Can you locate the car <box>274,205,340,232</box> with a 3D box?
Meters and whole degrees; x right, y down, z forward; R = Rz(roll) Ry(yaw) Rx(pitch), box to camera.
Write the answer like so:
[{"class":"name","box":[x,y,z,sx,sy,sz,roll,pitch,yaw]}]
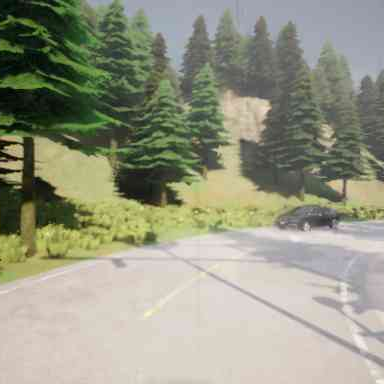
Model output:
[{"class":"car","box":[7.158,1.567,20.487,4.892,1.490,1.837,1,0,-35]}]
